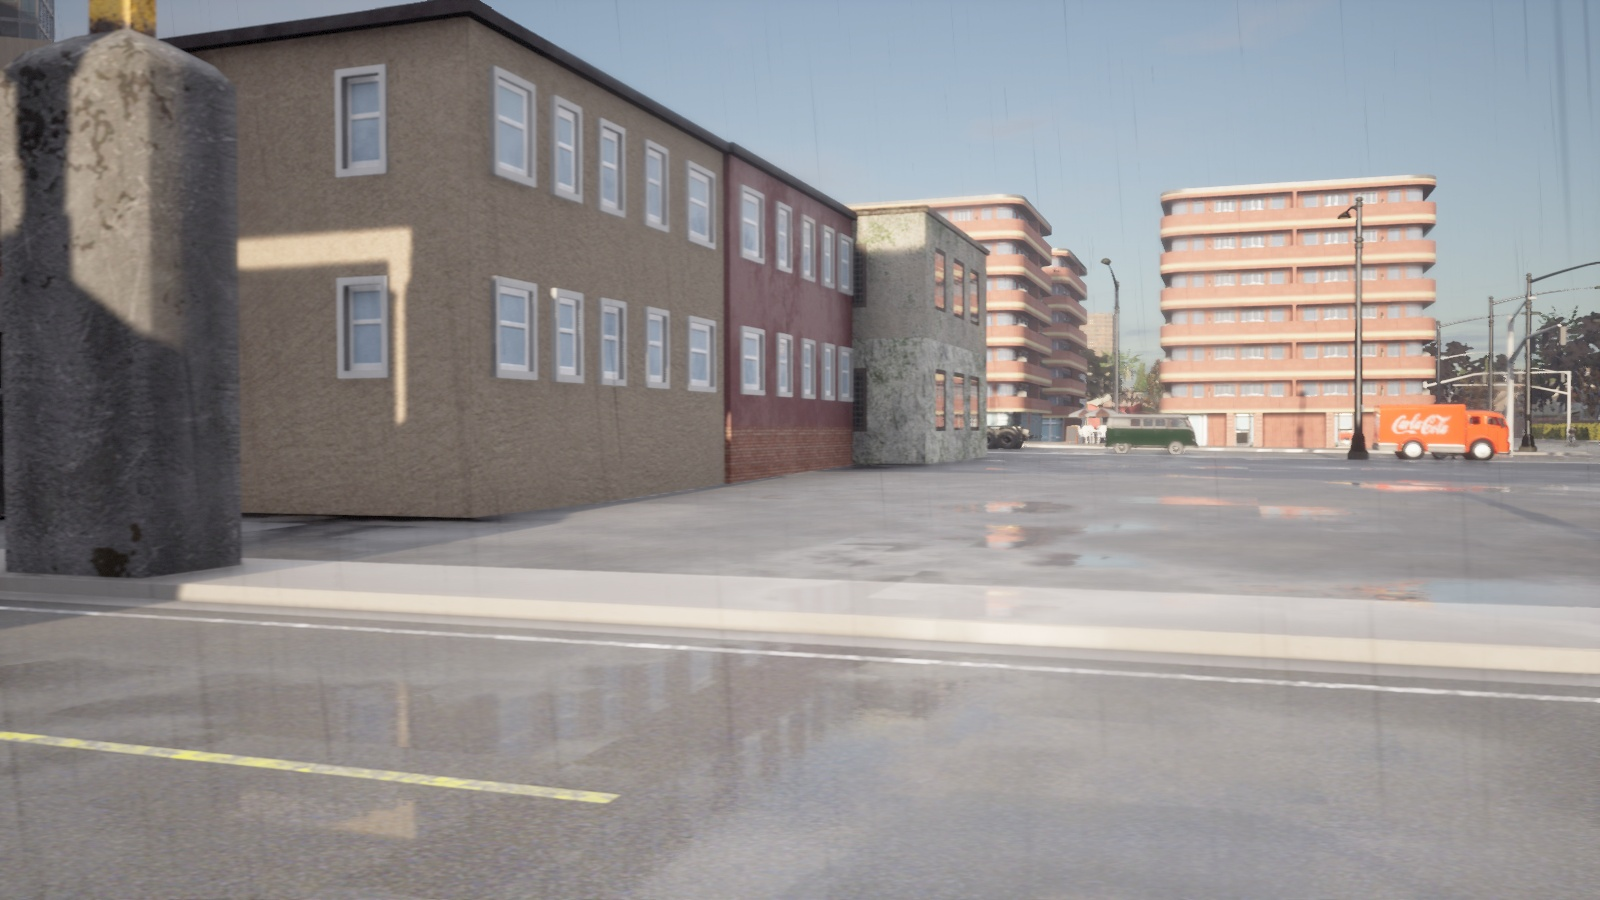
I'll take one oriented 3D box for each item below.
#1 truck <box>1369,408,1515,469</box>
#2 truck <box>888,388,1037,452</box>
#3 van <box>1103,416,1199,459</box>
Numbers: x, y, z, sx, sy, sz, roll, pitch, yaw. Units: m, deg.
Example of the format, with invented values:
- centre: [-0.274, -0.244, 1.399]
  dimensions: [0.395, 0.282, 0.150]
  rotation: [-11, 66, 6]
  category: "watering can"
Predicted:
- centre: [27.703, -0.535, 54.423]
  dimensions: [5.204, 2.467, 2.627]
  rotation: [2, 1, 19]
  category: "truck"
- centre: [9.309, -1.749, 71.861]
  dimensions: [7.936, 3.462, 2.891]
  rotation: [2, 1, 19]
  category: "truck"
- centre: [17.203, -0.635, 61.681]
  dimensions: [4.442, 1.987, 1.775]
  rotation: [2, 1, 15]
  category: "van"
